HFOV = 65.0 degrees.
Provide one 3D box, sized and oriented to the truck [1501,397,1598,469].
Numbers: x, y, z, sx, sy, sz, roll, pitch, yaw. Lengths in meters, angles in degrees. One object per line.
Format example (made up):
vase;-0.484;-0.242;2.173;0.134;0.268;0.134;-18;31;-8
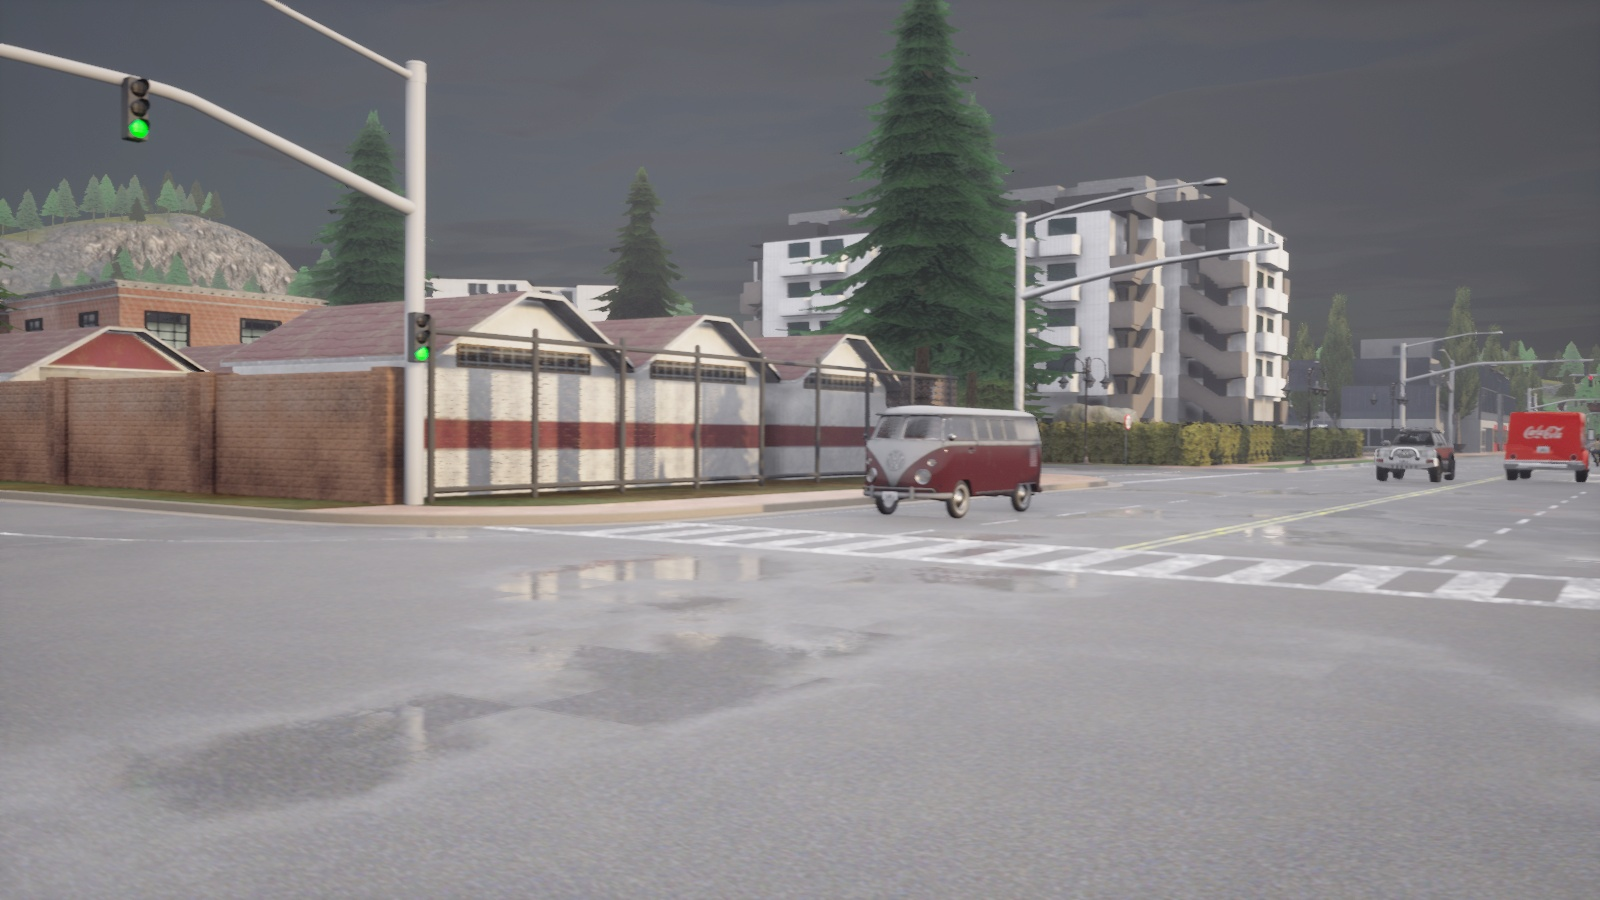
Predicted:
truck;27.385;-0.628;45.773;2.627;2.467;5.204;0;1;35

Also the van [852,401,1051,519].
van;2.935;0.138;23.426;1.775;1.987;4.442;0;1;35

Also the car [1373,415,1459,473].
car;21.200;-0.232;43.107;1.932;1.855;4.605;0;1;35
